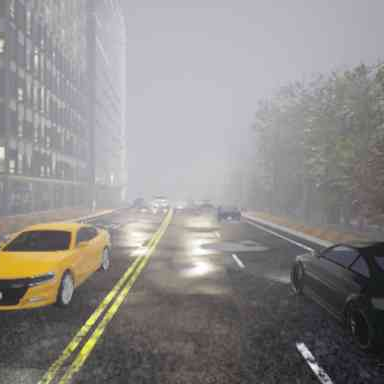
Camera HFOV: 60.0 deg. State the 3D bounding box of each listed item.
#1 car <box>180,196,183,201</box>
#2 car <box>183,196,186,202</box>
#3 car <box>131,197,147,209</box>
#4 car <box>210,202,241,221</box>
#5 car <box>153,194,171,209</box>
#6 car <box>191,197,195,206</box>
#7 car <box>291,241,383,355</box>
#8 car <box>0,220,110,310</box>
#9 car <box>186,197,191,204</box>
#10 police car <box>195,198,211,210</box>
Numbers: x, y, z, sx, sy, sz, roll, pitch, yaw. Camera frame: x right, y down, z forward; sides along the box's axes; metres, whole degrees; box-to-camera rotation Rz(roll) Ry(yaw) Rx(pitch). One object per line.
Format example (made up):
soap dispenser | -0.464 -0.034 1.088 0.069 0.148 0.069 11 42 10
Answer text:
car | -1.404 1.968 92.363 2.033 1.411 5.357 0 0 -6
car | -0.377 1.881 81.384 2.163 1.488 4.792 0 0 -5
car | -8.034 1.608 50.794 2.097 1.767 4.553 0 0 -3
car | 2.871 1.741 28.266 1.895 1.301 4.718 0 0 -2
car | -4.797 1.475 51.231 2.150 2.045 5.566 0 0 -3
car | 1.299 1.811 59.305 1.812 1.442 4.674 0 0 -4
car | 3.304 1.595 6.133 1.994 1.385 4.181 0 0 0
car | -3.413 1.523 8.224 1.882 1.535 5.008 0 0 -1
car | 0.527 1.880 70.334 2.033 1.411 5.357 0 0 -4
police car | 1.945 1.741 48.267 2.038 1.542 4.974 0 0 -3
